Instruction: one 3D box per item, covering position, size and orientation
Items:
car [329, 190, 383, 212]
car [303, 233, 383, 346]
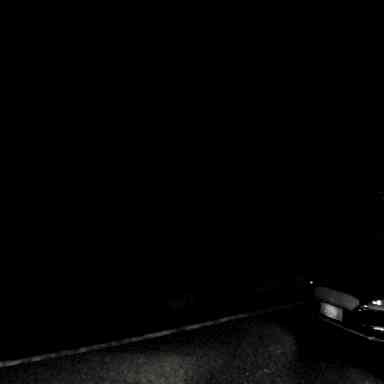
[{"bbox_3d":[16.411,0.889,33.120,2.435,2.045,5.566,1,0,-29],"label":"car"},{"bbox_3d":[4.137,1.415,5.831,4.902,1.511,2.128,0,1,-28],"label":"car"}]
